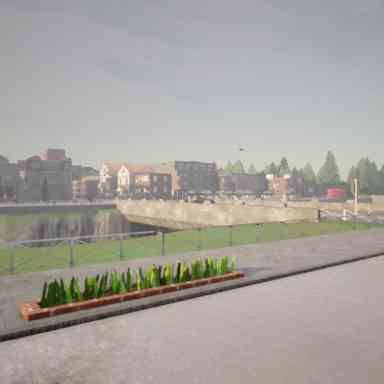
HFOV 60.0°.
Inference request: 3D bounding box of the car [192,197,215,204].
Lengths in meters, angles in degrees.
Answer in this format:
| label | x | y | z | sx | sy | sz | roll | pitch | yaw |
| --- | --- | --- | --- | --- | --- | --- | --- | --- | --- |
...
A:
| label | x | y | z | sx | sy | sz | roll | pitch | yaw |
| --- | --- | --- | --- | --- | --- | --- | --- | --- | --- |
| car | 1.907 | 1.519 | 55.290 | 1.812 | 1.442 | 4.674 | 0 | 0 | -35 |
